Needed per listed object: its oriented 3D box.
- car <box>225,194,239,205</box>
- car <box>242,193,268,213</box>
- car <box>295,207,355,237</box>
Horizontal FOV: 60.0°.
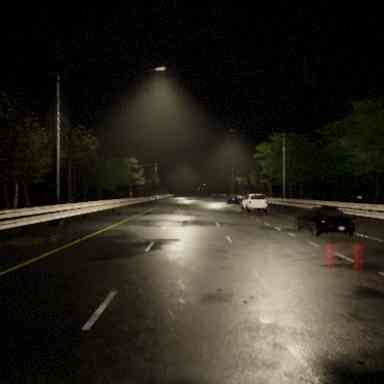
[{"bbox_3d":[7.157,1.361,59.689,2.097,1.767,4.553,0,0,0],"label":"car"},{"bbox_3d":[7.071,1.248,37.885,2.150,2.045,5.566,0,0,0],"label":"car"},{"bbox_3d":[7.016,1.536,17.893,1.812,1.442,4.674,0,0,0],"label":"car"}]
